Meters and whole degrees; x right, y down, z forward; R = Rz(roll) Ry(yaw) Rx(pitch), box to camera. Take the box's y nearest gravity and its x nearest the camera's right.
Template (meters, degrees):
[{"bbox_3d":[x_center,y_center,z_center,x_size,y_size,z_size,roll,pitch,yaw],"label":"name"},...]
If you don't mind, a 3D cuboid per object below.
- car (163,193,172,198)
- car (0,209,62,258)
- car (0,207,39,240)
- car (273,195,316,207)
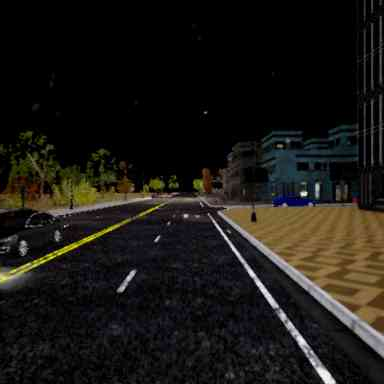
[{"bbox_3d":[-6.486,1.043,88.412,2.097,1.767,4.553,0,0,0],"label":"car"},{"bbox_3d":[-6.595,1.474,12.683,1.837,1.490,4.892,0,0,0],"label":"car"},{"bbox_3d":[-9.840,1.557,16.979,1.895,1.301,4.718,0,0,0],"label":"car"},{"bbox_3d":[12.246,1.113,39.820,5.008,1.535,1.882,-1,0,-1],"label":"car"}]
